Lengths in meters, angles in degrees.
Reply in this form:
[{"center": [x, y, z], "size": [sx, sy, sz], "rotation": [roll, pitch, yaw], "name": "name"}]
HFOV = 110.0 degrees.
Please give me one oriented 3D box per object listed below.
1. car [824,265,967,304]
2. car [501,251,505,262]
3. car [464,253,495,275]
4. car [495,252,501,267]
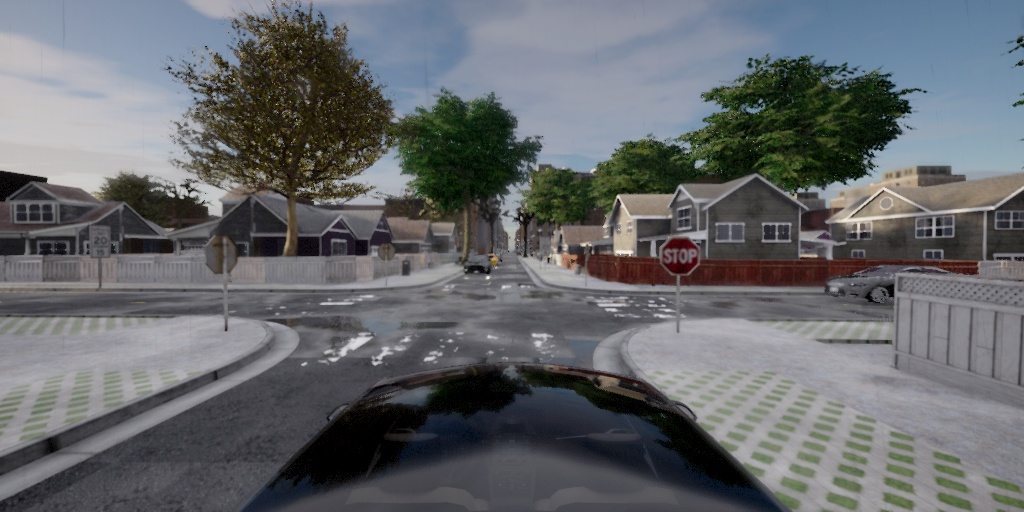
[{"center": [15.734, 1.118, 14.772], "size": [4.902, 1.511, 2.128], "rotation": [0, 1, 0], "name": "car"}, {"center": [-2.662, 0.345, 61.270], "size": [1.812, 1.442, 4.674], "rotation": [0, 1, 0], "name": "car"}, {"center": [-2.798, 0.627, 30.343], "size": [2.097, 1.767, 4.553], "rotation": [0, 1, 0], "name": "car"}, {"center": [-2.768, 0.508, 45.450], "size": [1.882, 1.535, 5.008], "rotation": [0, 1, 0], "name": "car"}]
